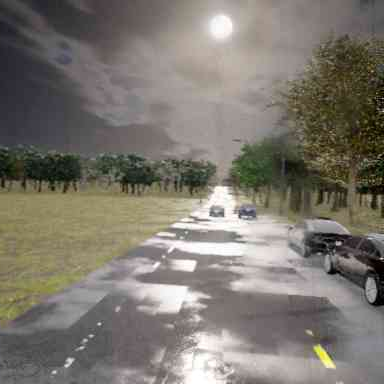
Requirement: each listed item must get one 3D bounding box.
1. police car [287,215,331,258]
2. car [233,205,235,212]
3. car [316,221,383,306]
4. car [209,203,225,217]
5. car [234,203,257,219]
[{"bbox_3d":[5.577,1.892,14.933,1.930,1.638,5.238,3,-1,5],"label":"police car"},{"bbox_3d":[7.447,2.482,51.416,1.882,1.535,5.008,3,-1,5],"label":"car"},{"bbox_3d":[5.086,1.841,8.842,1.882,1.535,5.008,3,-1,5],"label":"car"},{"bbox_3d":[3.058,2.157,40.437,2.128,1.511,4.902,3,-1,5],"label":"car"},{"bbox_3d":[6.590,2.190,39.918,2.097,1.767,4.553,3,-1,5],"label":"car"}]
